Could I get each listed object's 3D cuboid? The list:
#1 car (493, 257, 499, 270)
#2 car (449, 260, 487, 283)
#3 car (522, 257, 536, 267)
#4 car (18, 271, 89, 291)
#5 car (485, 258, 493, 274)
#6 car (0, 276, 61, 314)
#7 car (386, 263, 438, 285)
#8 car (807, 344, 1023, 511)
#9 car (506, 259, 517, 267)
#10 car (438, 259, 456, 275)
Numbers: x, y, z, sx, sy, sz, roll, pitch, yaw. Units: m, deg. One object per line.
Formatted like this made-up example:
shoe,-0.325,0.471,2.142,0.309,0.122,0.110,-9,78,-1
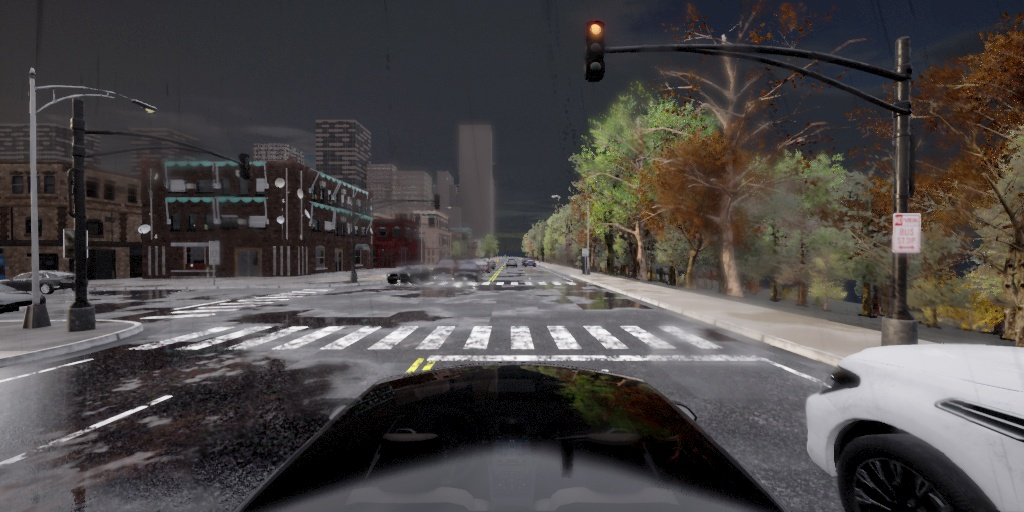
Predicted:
car,-3.435,1.224,52.871,2.128,1.511,4.902,0,0,0
car,-3.381,1.289,28.609,2.033,1.411,5.357,0,0,0
car,3.227,1.252,64.060,1.812,1.442,4.674,0,0,0
car,-28.318,1.560,21.612,4.403,1.370,2.007,0,0,0
car,-3.419,1.263,40.284,1.812,1.442,4.674,0,0,0
car,-19.969,1.565,13.115,4.313,1.339,1.948,0,0,0
car,-7.201,1.344,25.839,1.895,1.301,4.718,0,0,7
car,3.356,0.972,0.357,2.150,2.045,5.566,0,0,0
car,-0.030,1.290,64.091,1.994,1.385,4.181,0,0,0
car,-6.663,1.090,37.030,2.097,1.767,4.553,0,0,0
